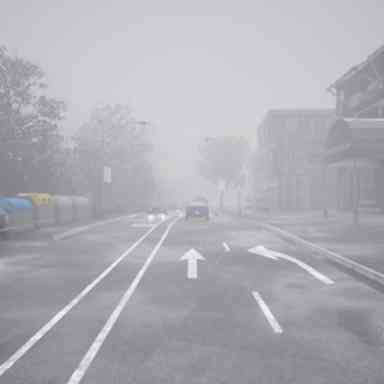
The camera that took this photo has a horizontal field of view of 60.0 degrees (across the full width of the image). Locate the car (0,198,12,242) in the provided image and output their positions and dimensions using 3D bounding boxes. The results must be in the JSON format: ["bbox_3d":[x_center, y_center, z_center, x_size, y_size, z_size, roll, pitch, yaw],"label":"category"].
[{"bbox_3d":[-9.468,1.227,11.634,5.566,2.045,2.435,-1,0,-20],"label":"car"}]

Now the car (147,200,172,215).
[{"bbox_3d":[-3.644,1.781,36.061,1.994,1.385,4.181,0,-1,2],"label":"car"}]

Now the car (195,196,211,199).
[{"bbox_3d":[1.197,1.733,47.728,2.150,2.045,5.566,0,-1,2],"label":"car"}]

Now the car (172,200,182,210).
[{"bbox_3d":[-2.919,2.058,55.433,2.097,1.767,4.553,0,-1,3],"label":"car"}]

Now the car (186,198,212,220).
[{"bbox_3d":[0.511,1.517,28.396,1.882,1.535,5.008,0,-1,3],"label":"car"}]

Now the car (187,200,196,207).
[{"bbox_3d":[-0.127,3.102,91.554,2.002,1.452,4.674,-2,1,6],"label":"car"}]
